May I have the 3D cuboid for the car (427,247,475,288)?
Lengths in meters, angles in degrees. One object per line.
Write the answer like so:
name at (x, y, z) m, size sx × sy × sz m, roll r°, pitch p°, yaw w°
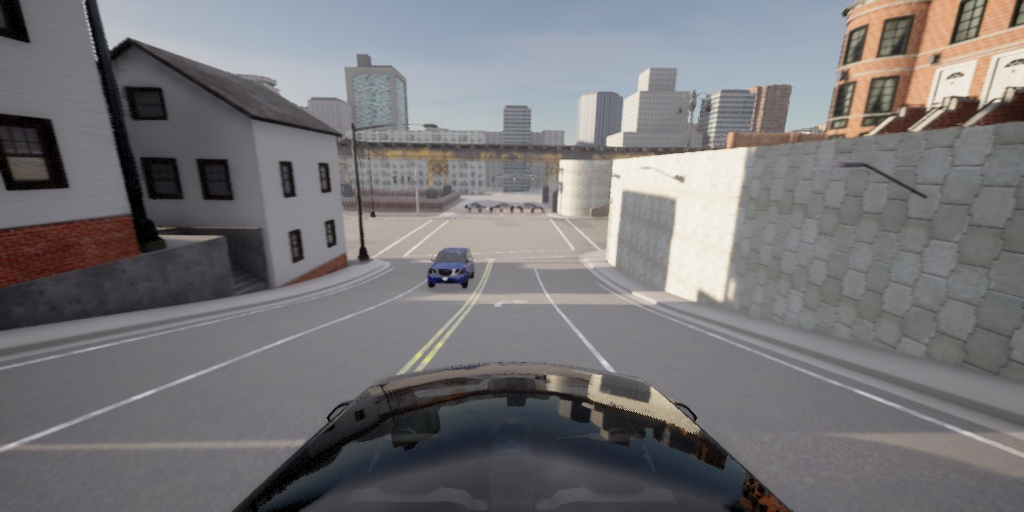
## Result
car at (-3.496, 0.594, 21.492) m, size 2.150 × 2.045 × 5.566 m, roll 1°, pitch 5°, yaw 0°
